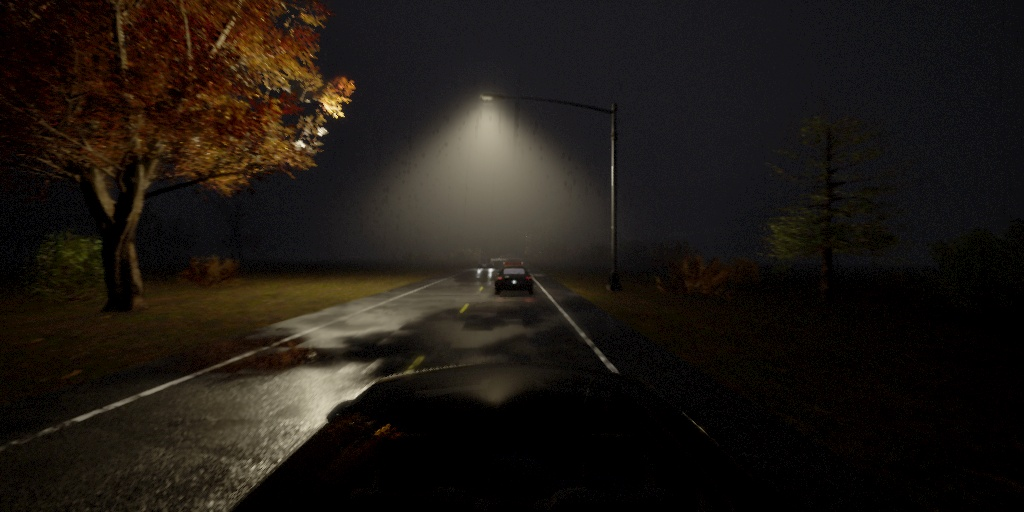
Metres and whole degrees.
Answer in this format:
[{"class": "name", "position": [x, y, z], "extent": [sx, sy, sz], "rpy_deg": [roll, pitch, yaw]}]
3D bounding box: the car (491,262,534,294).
[{"class": "car", "position": [0.105, 1.193, 19.128], "extent": [1.994, 1.385, 4.181], "rpy_deg": [0, 0, 0]}]

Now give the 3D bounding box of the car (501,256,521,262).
[{"class": "car", "position": [0.112, 0.992, 35.605], "extent": [1.882, 1.535, 5.008], "rpy_deg": [0, 0, 0]}]

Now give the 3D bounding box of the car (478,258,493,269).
[{"class": "car", "position": [-3.532, 0.949, 48.527], "extent": [1.812, 1.442, 4.674], "rpy_deg": [0, 0, 1]}]
